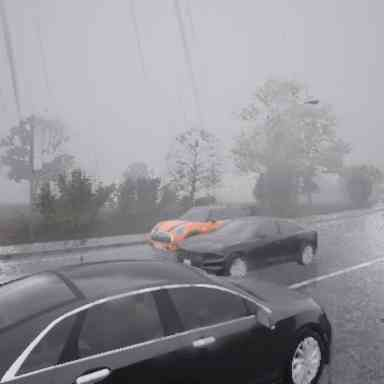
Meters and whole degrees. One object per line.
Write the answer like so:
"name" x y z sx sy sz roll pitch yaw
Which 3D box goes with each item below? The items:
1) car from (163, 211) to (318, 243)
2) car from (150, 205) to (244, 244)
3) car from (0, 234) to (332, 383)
"car" 1.825 1.494 9.982 5.008 1.535 1.882 0 0 -39
"car" 0.544 1.376 13.463 4.553 1.767 2.097 0 0 -39
"car" -0.444 1.514 3.567 4.892 1.490 1.837 0 0 -36
